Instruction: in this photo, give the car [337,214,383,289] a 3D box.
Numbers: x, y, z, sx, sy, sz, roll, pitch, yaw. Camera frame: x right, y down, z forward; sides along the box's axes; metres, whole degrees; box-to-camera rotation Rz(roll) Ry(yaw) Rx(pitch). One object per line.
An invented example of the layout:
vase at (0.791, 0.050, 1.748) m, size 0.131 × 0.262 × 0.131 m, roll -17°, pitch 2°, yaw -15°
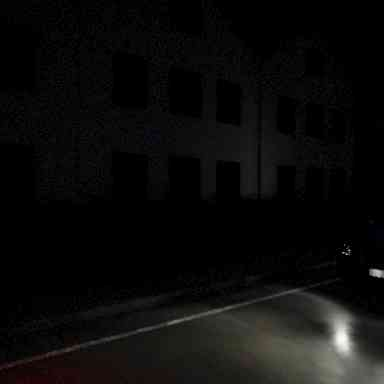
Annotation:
car at (5.935, 1.290, 8.221) m, size 5.566 × 2.045 × 2.150 m, roll 1°, pitch 0°, yaw -36°
